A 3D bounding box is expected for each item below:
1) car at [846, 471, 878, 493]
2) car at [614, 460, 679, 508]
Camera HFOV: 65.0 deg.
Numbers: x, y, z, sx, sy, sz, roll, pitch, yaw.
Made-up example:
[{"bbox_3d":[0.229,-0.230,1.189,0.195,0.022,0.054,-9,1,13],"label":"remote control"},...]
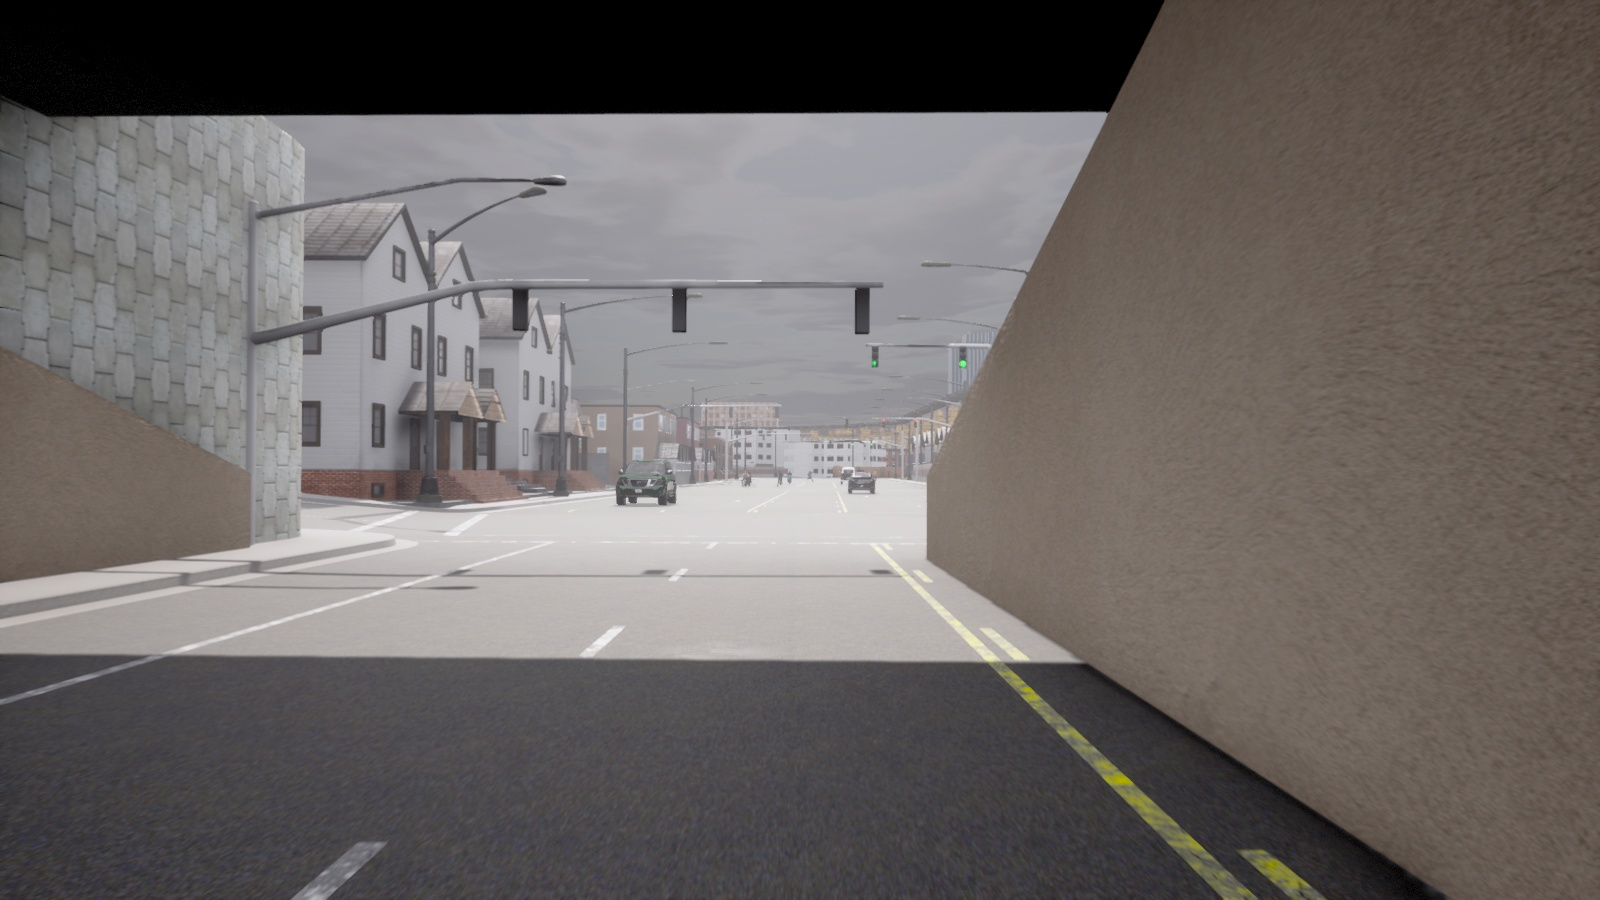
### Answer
[{"bbox_3d":[4.315,2.231,88.236,2.128,1.511,4.902,0,-1,1],"label":"car"},{"bbox_3d":[-6.898,1.515,56.995,2.150,2.045,5.566,0,-1,1],"label":"car"}]
